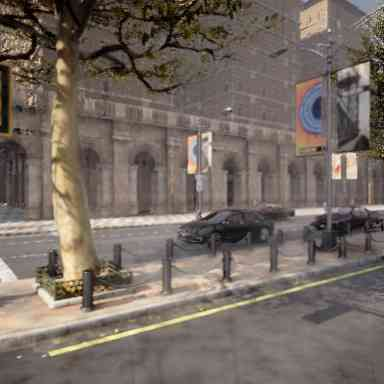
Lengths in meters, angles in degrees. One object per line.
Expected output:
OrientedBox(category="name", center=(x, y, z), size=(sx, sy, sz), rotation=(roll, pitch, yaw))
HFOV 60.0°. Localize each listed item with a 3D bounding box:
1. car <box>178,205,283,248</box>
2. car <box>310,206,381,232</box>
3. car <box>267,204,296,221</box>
OrientedBox(category="car", center=(1.648, 1.528, 14.985), size=(4.892, 1.490, 1.837), rotation=(0, 0, -35))
OrientedBox(category="car", center=(9.716, 1.594, 20.716), size=(5.357, 1.411, 2.033), rotation=(0, 0, -35))
OrientedBox(category="car", center=(5.981, 1.642, 26.244), size=(4.718, 1.301, 1.895), rotation=(0, 0, -36))
